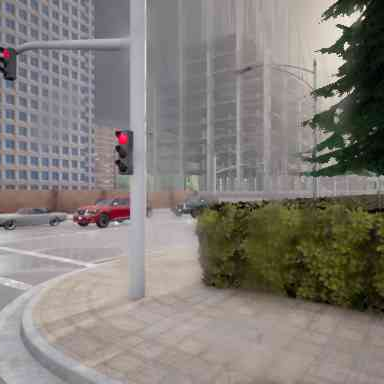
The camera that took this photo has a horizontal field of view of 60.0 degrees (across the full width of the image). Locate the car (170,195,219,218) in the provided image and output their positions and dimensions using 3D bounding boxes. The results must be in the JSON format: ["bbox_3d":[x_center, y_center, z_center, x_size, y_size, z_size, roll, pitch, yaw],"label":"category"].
[{"bbox_3d":[0.540,1.279,31.581,2.150,2.045,5.566,0,0,36],"label":"car"}]

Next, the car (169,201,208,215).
[{"bbox_3d":[-0.299,1.658,36.429,1.895,1.301,4.718,0,0,36],"label":"car"}]

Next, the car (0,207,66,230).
[{"bbox_3d":[-10.736,1.659,21.784,1.895,1.301,4.718,0,0,35],"label":"car"}]

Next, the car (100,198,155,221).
[{"bbox_3d":[-5.524,1.410,29.114,2.097,1.767,4.553,0,0,35],"label":"car"}]

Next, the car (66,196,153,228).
[{"bbox_3d":[-5.494,1.279,23.153,2.150,2.045,5.566,0,0,33],"label":"car"}]
